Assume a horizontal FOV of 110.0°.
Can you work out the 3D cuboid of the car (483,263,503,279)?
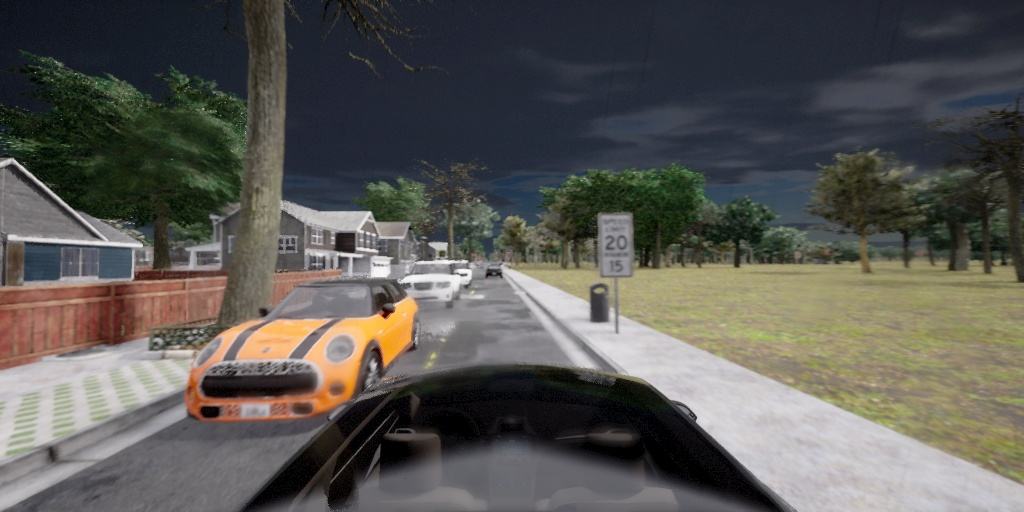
[{"bbox_3d":[-2.058,1.776,41.015,1.882,1.535,5.008,-1,-1,-3],"label":"car"}]

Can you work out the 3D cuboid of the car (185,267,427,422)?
[{"bbox_3d":[-3.037,1.199,6.325,2.097,1.767,4.553,-1,-1,-3],"label":"car"}]

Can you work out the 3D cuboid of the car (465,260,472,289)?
[{"bbox_3d":[-4.239,1.364,27.554,2.150,2.045,5.566,-1,-1,-3],"label":"car"}]

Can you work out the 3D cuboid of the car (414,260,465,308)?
[{"bbox_3d":[-3.632,1.217,16.879,2.150,2.045,5.566,-1,-1,-3],"label":"car"}]
